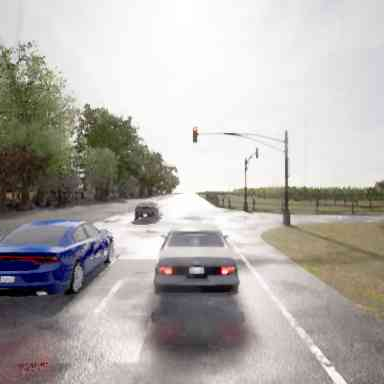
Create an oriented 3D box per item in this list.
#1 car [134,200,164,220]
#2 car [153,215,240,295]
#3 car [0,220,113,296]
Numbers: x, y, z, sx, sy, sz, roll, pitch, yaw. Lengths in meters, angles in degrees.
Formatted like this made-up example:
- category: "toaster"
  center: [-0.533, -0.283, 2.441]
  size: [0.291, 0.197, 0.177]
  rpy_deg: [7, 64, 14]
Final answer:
- category: "car"
  center: [-3.462, 1.423, 26.992]
  size: [1.837, 1.490, 4.892]
  rpy_deg: [0, 1, 0]
- category: "car"
  center: [0.082, 1.521, 8.778]
  size: [2.033, 1.411, 5.357]
  rpy_deg: [0, 0, 0]
- category: "car"
  center: [-3.413, 1.451, 8.644]
  size: [1.882, 1.535, 5.008]
  rpy_deg: [0, 0, 0]
